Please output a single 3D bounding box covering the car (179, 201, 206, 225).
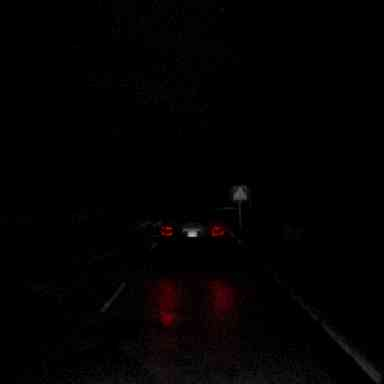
[{"bbox_3d":[0.120,1.708,28.471,2.097,1.767,4.553,0,-1,2],"label":"car"}]

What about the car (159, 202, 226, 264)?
[{"bbox_3d":[0.031,1.378,12.623,2.150,2.045,5.566,0,0,0],"label":"car"}]

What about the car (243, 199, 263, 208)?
[{"bbox_3d":[11.697,2.218,63.887,2.097,1.767,4.553,-1,-2,43],"label":"car"}]
